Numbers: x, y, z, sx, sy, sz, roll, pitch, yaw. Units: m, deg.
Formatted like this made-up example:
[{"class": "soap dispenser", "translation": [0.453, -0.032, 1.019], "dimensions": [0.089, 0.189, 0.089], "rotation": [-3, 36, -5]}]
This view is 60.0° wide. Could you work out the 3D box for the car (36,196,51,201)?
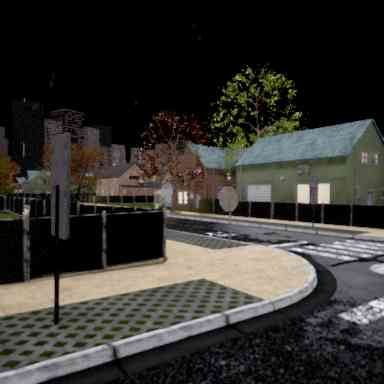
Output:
[{"class": "car", "translation": [-20.323, 1.267, 45.870], "dimensions": [1.837, 1.490, 4.892], "rotation": [1, 0, -37]}]
